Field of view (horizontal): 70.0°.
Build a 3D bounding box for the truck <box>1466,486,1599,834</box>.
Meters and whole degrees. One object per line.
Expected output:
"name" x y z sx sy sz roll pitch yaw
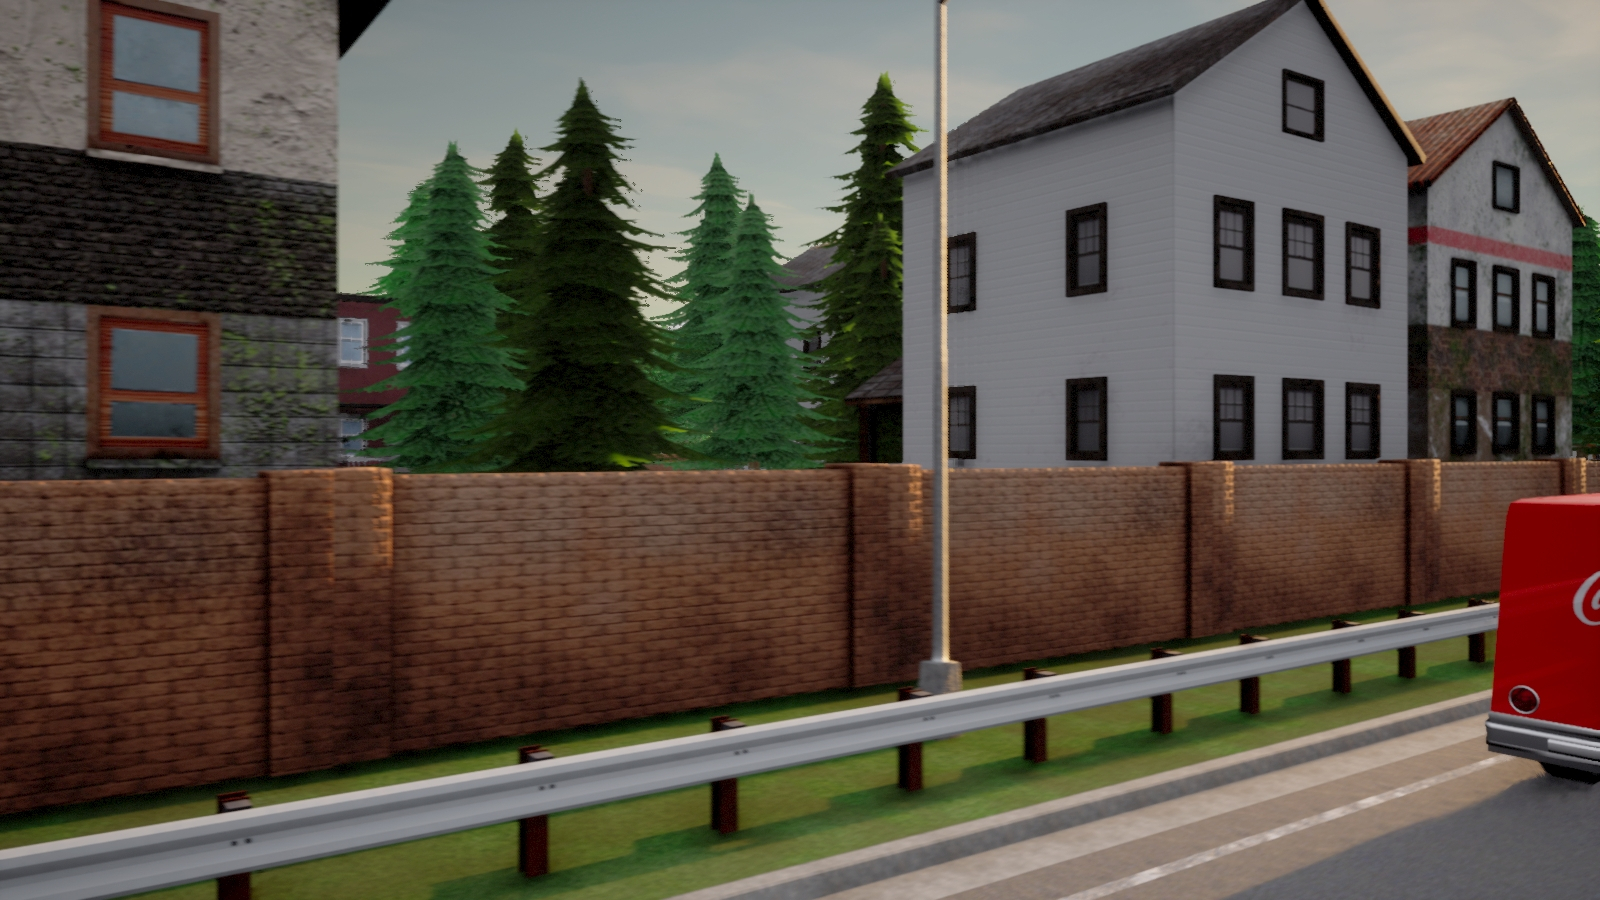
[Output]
"truck" 8.187 1.569 9.515 5.204 2.467 2.627 0 0 -35
